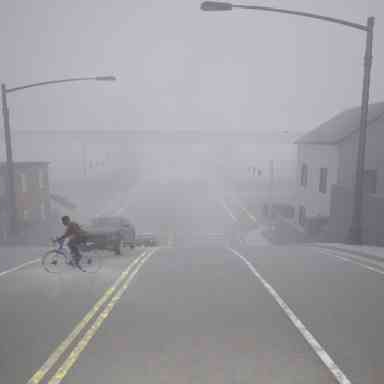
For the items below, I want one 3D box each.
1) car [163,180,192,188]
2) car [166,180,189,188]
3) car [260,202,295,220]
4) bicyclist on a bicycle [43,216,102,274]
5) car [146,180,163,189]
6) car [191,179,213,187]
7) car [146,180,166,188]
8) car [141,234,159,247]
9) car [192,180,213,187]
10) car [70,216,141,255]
[{"bbox_3d":[-3.174,-1.693,72.414,4.974,1.542,2.038,-6,10,-36],"label":"car"},{"bbox_3d":[-3.133,-1.854,72.422,4.536,1.218,1.853,-6,10,-36],"label":"car"},{"bbox_3d":[11.660,2.378,42.812,5.566,2.045,2.150,0,8,1],"label":"car"},{"bbox_3d":[-3.300,1.473,9.142,1.656,1.620,0.582,-1,1,1],"label":"bicyclist on a bicycle"},{"bbox_3d":[-7.782,-1.688,72.400,4.974,1.542,2.038,8,11,43],"label":"car"},{"bbox_3d":[2.146,-1.971,73.201,4.536,1.218,1.853,4,9,28],"label":"car"},{"bbox_3d":[-7.820,-1.849,72.413,4.536,1.218,1.853,8,11,43],"label":"car"},{"bbox_3d":[-3.792,4.127,27.195,1.895,1.301,4.718,0,-10,-1],"label":"car"},{"bbox_3d":[2.192,-1.811,73.199,4.974,1.542,2.038,4,9,28],"label":"car"},{"bbox_3d":[-3.645,1.801,14.378,1.882,1.535,5.008,0,-5,-1],"label":"car"}]
